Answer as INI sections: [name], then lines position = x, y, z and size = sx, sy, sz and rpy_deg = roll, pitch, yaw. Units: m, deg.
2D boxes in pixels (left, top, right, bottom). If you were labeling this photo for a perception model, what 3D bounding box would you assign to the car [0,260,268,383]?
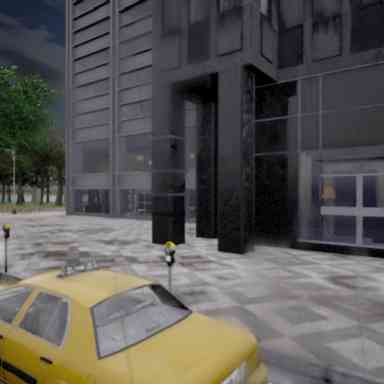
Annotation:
[car]
position = -1.553, 1.526, 4.078
size = 4.829, 1.417, 1.752
rpy_deg = 0, 0, 36
